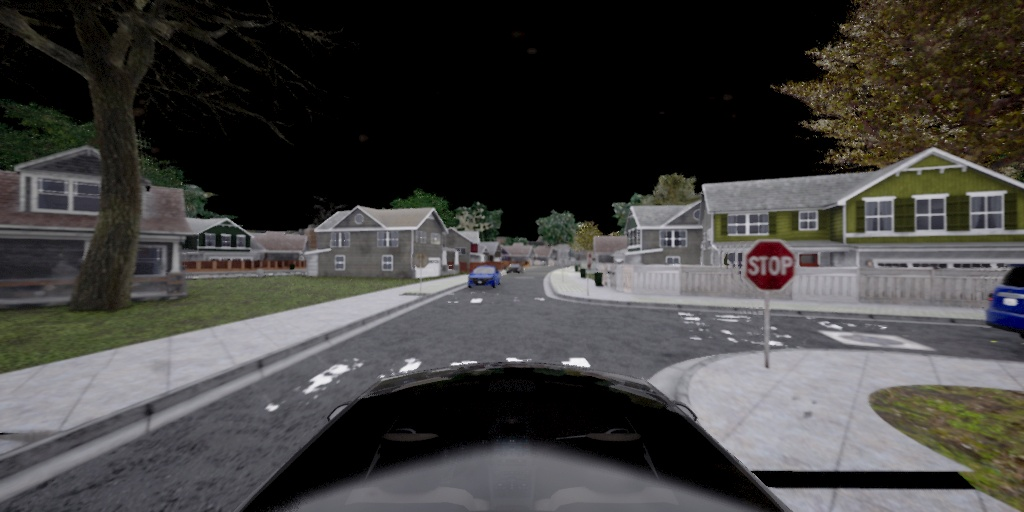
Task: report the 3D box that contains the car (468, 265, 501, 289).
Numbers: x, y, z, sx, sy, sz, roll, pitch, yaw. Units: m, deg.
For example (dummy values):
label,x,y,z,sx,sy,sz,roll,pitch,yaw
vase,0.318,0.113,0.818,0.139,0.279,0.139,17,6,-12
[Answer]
label,x,y,z,sx,sy,sz,roll,pitch,yaw
car,-1.893,1.445,25.803,1.882,1.535,5.008,0,0,5

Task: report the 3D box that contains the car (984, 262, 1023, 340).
label,x,y,z,sx,sy,sz,roll,pitch,yaw
car,13.530,1.122,6.901,5.566,2.045,2.150,0,0,24

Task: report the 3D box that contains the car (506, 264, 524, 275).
label,x,y,z,sx,sy,sz,roll,pitch,yaw
car,0.450,1.724,47.538,2.033,1.411,5.357,0,-1,8
